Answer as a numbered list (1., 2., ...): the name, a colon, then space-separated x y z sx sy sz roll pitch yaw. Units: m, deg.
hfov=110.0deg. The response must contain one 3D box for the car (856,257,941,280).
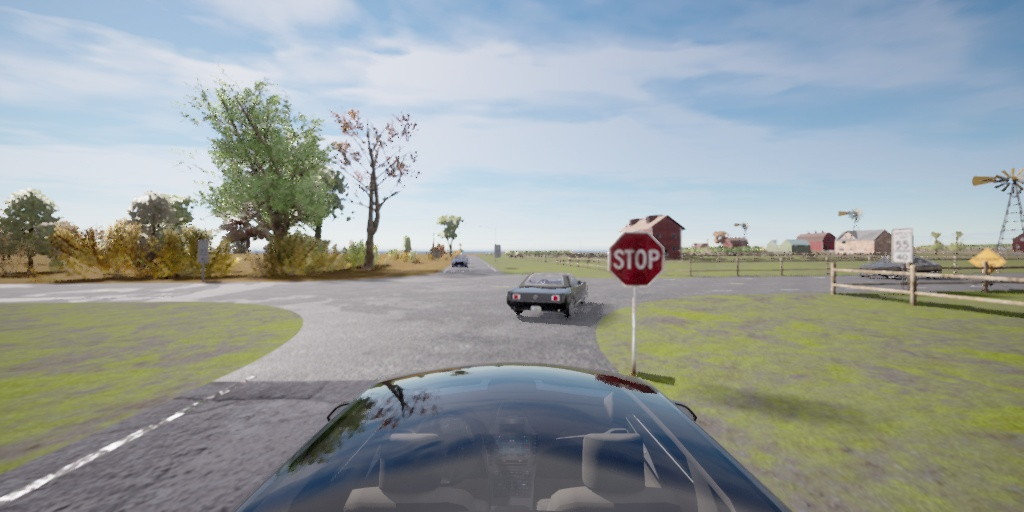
1. car: 26.406 0.803 24.542 4.892 1.490 1.837 0 1 -4

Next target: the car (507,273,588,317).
1. car: 1.470 1.235 12.712 1.895 1.301 4.718 0 1 20

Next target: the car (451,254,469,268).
1. car: -7.053 0.647 48.497 2.097 1.767 4.553 0 1 -6

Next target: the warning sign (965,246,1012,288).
1. warning sign: 22.706 0.538 17.109 1.060 1.860 1.300 0 0 -4
